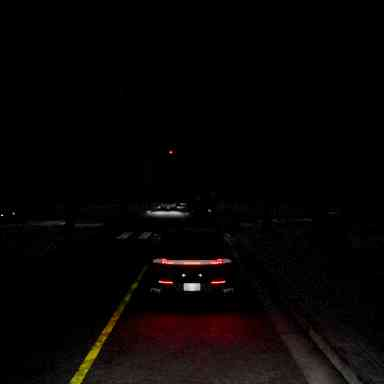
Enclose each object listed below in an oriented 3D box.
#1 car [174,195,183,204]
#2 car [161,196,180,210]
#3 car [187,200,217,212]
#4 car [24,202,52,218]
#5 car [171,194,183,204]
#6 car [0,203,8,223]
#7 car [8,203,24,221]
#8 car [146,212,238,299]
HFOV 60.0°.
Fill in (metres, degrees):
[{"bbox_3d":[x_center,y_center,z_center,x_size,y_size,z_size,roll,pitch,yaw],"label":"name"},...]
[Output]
[{"bbox_3d":[-2.835,1.508,52.173,2.033,1.411,5.357,0,0,1],"label":"car"},{"bbox_3d":[-2.841,1.576,41.706,1.895,1.301,4.718,0,0,0],"label":"car"},{"bbox_3d":[0.922,1.515,32.387,1.812,1.442,4.674,-1,0,-18],"label":"car"},{"bbox_3d":[-14.760,1.580,29.581,4.313,1.339,1.947,0,0,0],"label":"car"},{"bbox_3d":[-2.789,1.297,64.284,2.097,1.767,4.553,0,0,0],"label":"car"},{"bbox_3d":[-14.766,1.539,21.554,4.313,1.339,1.947,0,0,0],"label":"car"},{"bbox_3d":[-15.681,1.209,24.096,5.566,2.045,2.150,0,0,0],"label":"car"},{"bbox_3d":[0.002,1.492,8.404,2.128,1.511,4.902,0,0,0],"label":"car"}]
